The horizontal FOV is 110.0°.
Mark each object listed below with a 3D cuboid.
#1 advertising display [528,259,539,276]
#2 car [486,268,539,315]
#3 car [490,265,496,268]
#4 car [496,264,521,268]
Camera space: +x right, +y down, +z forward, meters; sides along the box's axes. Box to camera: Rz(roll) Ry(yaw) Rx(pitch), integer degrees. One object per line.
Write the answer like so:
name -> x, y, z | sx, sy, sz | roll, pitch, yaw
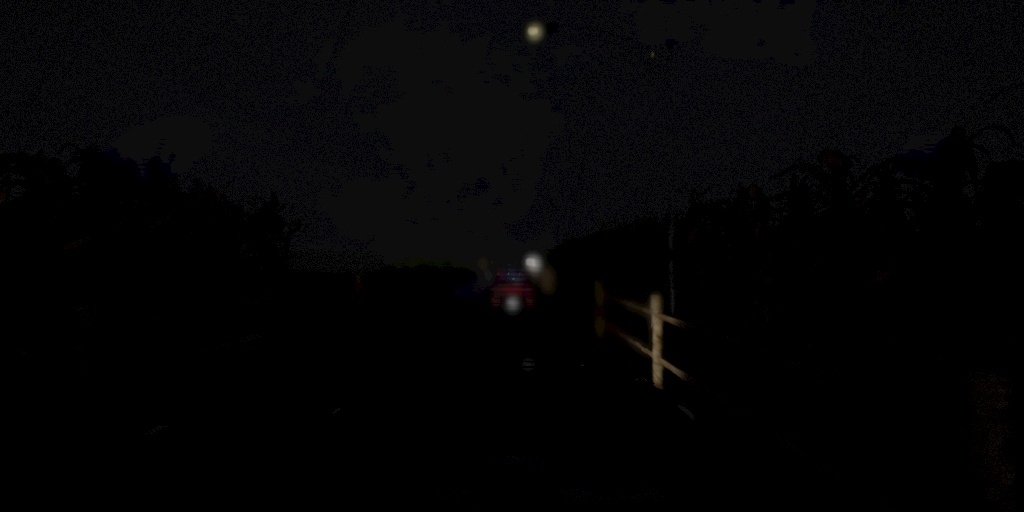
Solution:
advertising display -> 3.123, 1.650, 52.648 | 1.540, 2.440, 0.280 | 0, 0, 0
car -> 0.046, 1.383, 14.265 | 2.128, 1.511, 4.902 | 0, -1, 1
car -> -2.811, 2.282, 58.719 | 1.837, 1.490, 4.892 | 0, -1, 0
car -> 0.046, 1.484, 29.213 | 2.097, 1.767, 4.553 | 0, -1, 1
